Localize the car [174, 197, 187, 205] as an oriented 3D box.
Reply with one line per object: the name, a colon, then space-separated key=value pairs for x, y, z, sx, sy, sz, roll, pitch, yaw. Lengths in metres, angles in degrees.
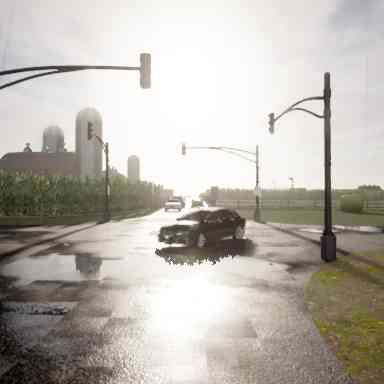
car: x=-2.002 y=1.620 z=60.134 sx=2.033 sy=1.411 sz=5.357 roll=0 pitch=0 yaw=1

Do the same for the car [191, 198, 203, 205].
car: x=0.838 y=1.659 z=52.947 sx=1.895 sy=1.301 sz=4.718 roll=0 pitch=0 yaw=0

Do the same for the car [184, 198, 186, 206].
car: x=-2.129 y=1.406 z=49.953 sx=2.097 sy=1.767 sz=4.553 roll=0 pitch=0 yaw=1

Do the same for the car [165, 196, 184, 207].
car: x=-2.232 y=1.564 z=40.126 sx=1.812 sy=1.442 sz=4.674 roll=0 pitch=0 yaw=1

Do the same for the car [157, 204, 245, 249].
car: x=0.552 y=1.472 z=14.642 sx=1.837 sy=1.490 sz=4.892 roll=-2 pitch=-1 yaw=39
